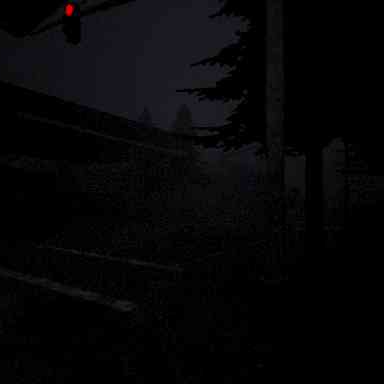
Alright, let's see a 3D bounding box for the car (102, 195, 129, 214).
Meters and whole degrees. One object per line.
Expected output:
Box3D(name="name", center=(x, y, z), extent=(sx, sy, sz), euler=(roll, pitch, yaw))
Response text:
Box3D(name="car", center=(-7.200, 1.293, 33.247), extent=(3.866, 1.878, 1.905), euler=(0, 0, 36))
